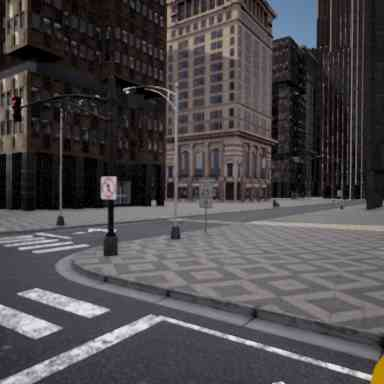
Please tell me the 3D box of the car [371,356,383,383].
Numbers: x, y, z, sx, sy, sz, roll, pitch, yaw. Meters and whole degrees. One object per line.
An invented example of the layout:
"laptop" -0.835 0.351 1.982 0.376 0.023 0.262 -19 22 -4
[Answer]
"car" 3.457 1.478 1.226 5.008 1.535 1.882 0 0 35
